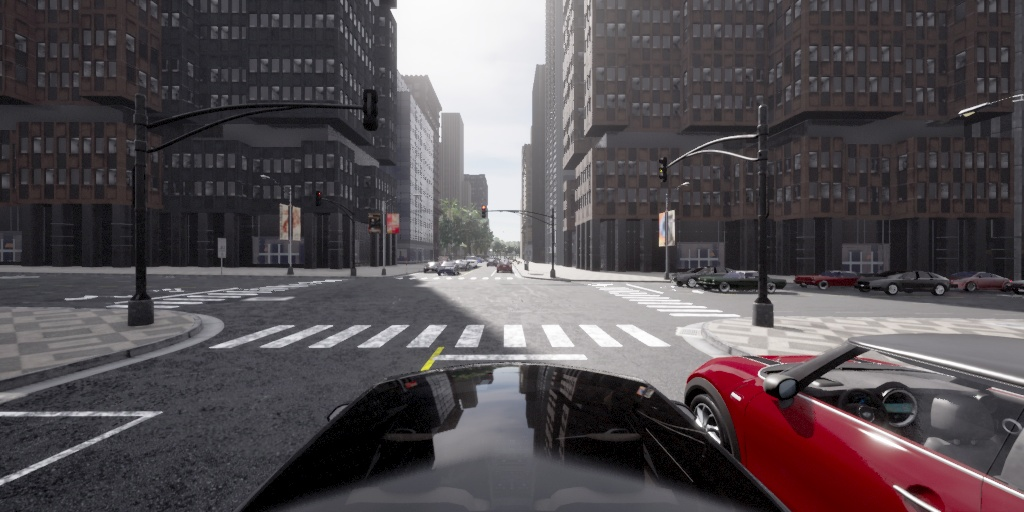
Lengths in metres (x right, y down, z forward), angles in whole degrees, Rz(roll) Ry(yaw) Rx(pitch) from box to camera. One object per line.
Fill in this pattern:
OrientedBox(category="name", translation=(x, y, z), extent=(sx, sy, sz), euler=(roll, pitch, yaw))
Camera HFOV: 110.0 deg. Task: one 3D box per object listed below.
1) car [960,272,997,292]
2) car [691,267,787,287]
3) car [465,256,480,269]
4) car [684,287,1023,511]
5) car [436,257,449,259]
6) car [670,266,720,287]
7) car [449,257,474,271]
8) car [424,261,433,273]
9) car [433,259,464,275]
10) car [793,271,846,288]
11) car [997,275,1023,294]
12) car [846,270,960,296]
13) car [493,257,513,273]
OrientedBox(category="car", translation=(33.039, 1.814, 25.816), extent=(4.181, 1.385, 1.994), euler=(1, 0, -1))
OrientedBox(category="car", translation=(14.160, 1.580, 22.332), extent=(4.718, 1.301, 1.895), euler=(1, 0, -3))
OrientedBox(category="car", translation=(-6.962, 1.014, 59.212), extent=(2.150, 2.045, 5.566), euler=(0, 0, 0))
OrientedBox(category="car", translation=(2.761, 1.190, 2.153), extent=(1.967, 1.591, 4.097), euler=(0, 0, 0))
OrientedBox(category="car", translation=(-9.503, 1.084, 48.831), extent=(2.192, 1.841, 5.009), euler=(0, 0, -1))
OrientedBox(category="car", translation=(13.854, 1.476, 25.578), extent=(4.892, 1.490, 1.837), euler=(1, 0, -1))
OrientedBox(category="car", translation=(-6.832, 1.260, 48.581), extent=(2.128, 1.511, 4.902), euler=(0, 0, -1))
OrientedBox(category="car", translation=(-9.429, 1.323, 43.406), extent=(1.948, 1.339, 4.313), euler=(0, 0, -1))
OrientedBox(category="car", translation=(-6.684, 1.294, 38.314), extent=(2.033, 1.411, 5.357), euler=(0, 0, -1))
OrientedBox(category="car", translation=(23.073, 1.706, 25.682), extent=(4.718, 1.301, 1.895), euler=(1, 0, -1))
OrientedBox(category="car", translation=(34.741, 1.826, 22.591), extent=(5.357, 1.411, 2.033), euler=(1, 0, -1))
OrientedBox(category="car", translation=(24.360, 1.632, 22.464), extent=(4.892, 1.490, 1.837), euler=(1, 0, -1))
OrientedBox(category="car", translation=(-0.905, 1.197, 43.519), extent=(1.967, 1.591, 4.097), euler=(0, 0, -1))
